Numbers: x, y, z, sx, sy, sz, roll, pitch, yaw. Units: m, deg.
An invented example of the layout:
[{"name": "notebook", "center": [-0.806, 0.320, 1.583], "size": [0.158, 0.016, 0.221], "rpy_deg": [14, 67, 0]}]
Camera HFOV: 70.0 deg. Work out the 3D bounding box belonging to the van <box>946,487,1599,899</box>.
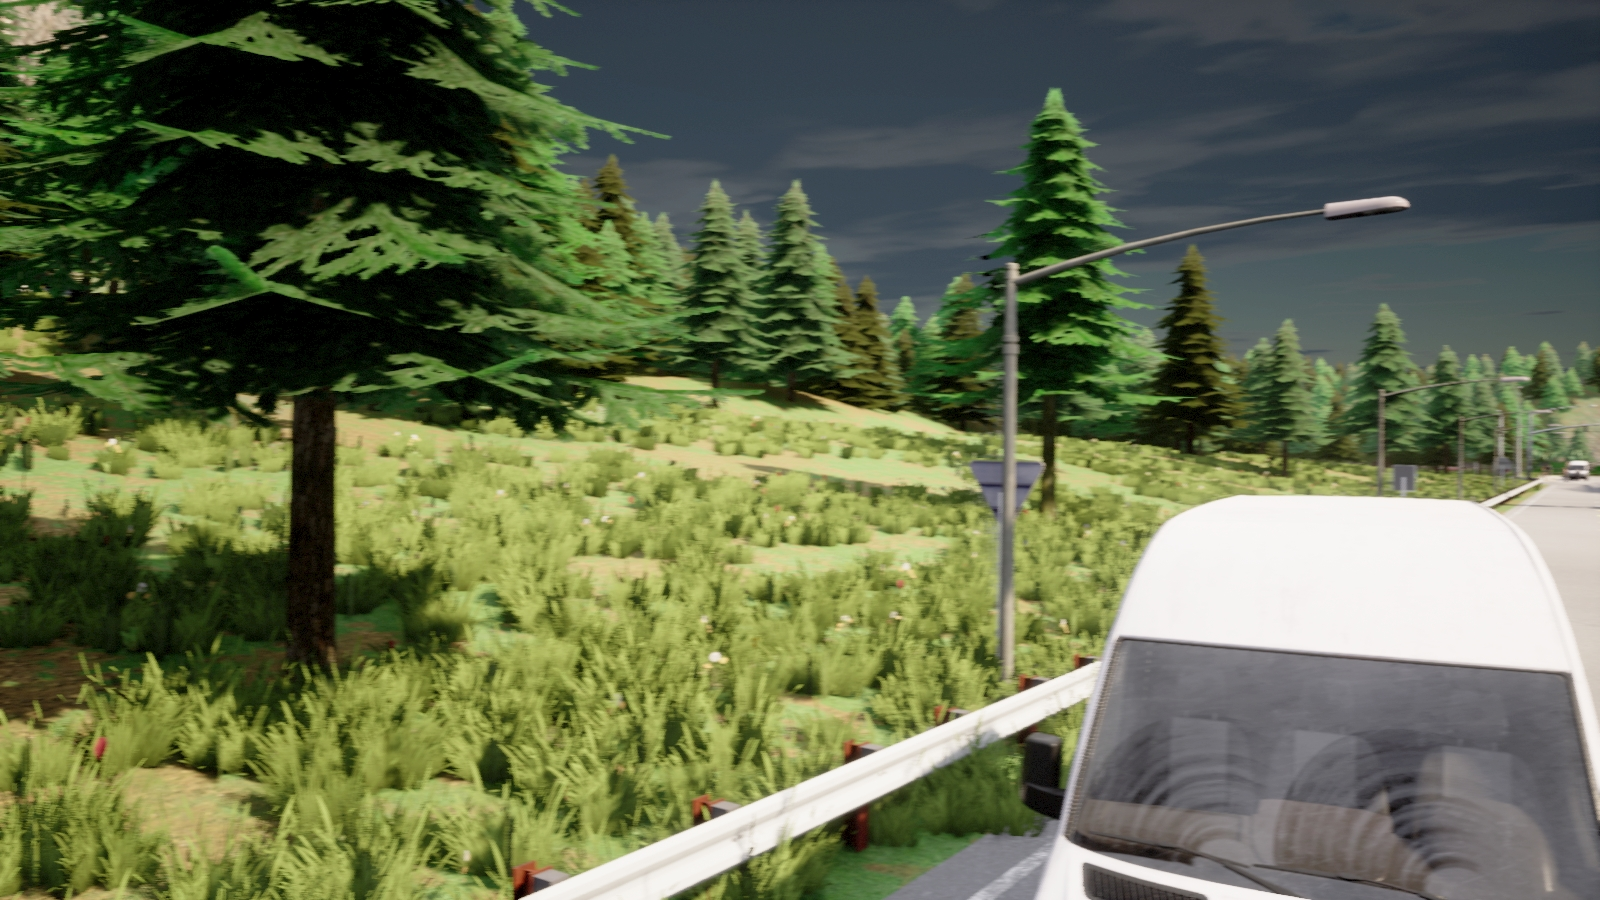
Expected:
[{"name": "van", "center": [2.674, 1.552, 5.649], "size": [1.988, 2.561, 5.915], "rpy_deg": [0, 0, 27]}]
